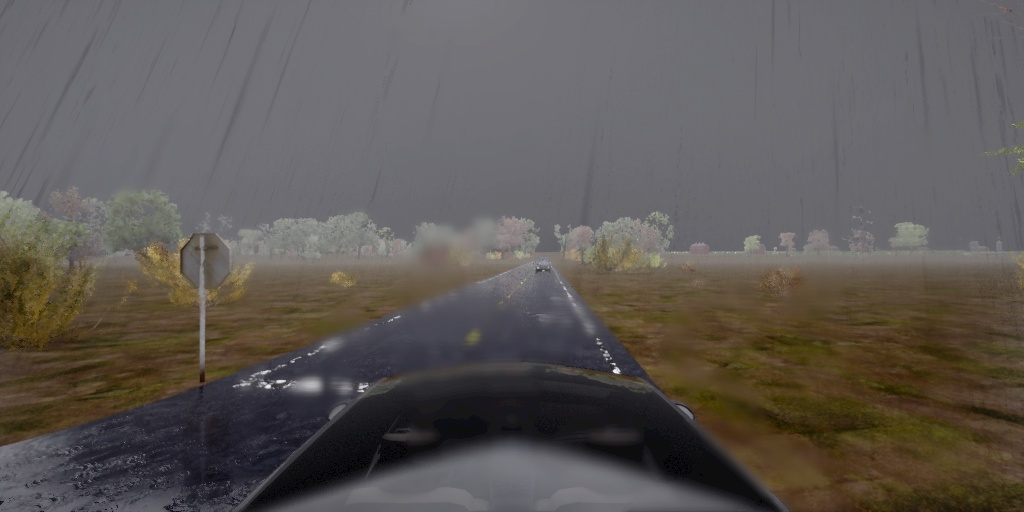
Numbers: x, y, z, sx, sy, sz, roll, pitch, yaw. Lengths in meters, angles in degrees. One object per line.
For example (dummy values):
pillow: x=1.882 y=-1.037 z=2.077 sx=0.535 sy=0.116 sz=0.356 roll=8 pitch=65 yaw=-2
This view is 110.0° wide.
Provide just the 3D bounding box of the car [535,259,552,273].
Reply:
car: x=3.760 y=1.358 z=42.422 sx=1.895 sy=1.301 sz=4.718 roll=0 pitch=0 yaw=6
